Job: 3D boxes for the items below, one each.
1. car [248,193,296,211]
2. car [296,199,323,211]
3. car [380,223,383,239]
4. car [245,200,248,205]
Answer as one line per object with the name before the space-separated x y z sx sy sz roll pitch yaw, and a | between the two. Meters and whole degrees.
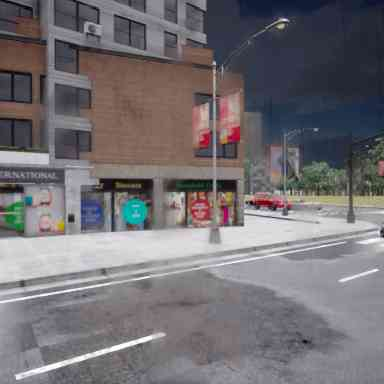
car | 9.388 1.123 39.481 2.150 2.045 5.566 0 0 -22
car | 13.081 1.493 39.095 1.895 1.301 4.718 0 0 -23
car | 10.936 1.524 16.181 4.674 1.442 1.812 0 0 -39
car | 9.589 1.473 47.565 1.895 1.301 4.718 0 0 -22
